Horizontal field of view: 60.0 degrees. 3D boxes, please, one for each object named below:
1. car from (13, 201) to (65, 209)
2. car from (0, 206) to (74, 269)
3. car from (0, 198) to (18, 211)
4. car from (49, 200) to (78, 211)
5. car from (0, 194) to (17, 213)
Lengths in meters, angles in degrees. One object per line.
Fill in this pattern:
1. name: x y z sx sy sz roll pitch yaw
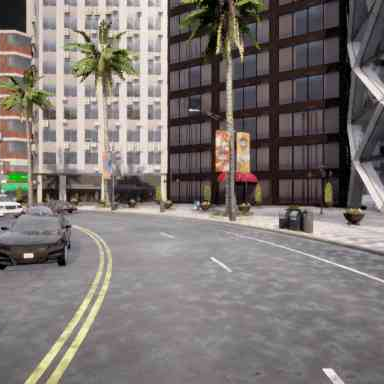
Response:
1. car: -9.570 1.528 20.627 1.812 1.442 4.674 0 0 -35
2. car: -5.264 1.479 11.524 1.882 1.535 5.008 0 0 -18
3. car: -23.663 1.530 40.635 4.674 1.442 1.812 0 0 24
4. car: -14.571 1.551 35.670 5.357 1.411 2.033 0 0 35
5. car: -16.595 1.224 28.412 5.566 2.045 2.150 0 0 39
